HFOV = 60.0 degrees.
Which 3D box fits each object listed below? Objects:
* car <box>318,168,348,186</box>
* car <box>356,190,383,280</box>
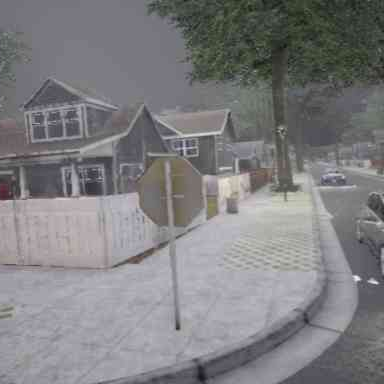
[{"bbox_3d":[12.085,-1.360,28.720,1.812,1.442,4.674,-2,5,19],"label":"car"},{"bbox_3d":[4.650,0.728,6.875,1.837,1.490,4.892,-2,5,19],"label":"car"}]
